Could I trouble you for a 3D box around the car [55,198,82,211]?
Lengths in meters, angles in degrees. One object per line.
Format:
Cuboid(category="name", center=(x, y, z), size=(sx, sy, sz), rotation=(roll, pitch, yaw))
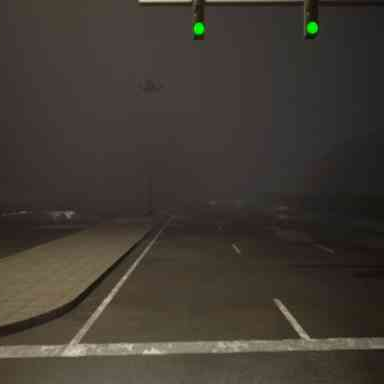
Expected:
Cuboid(category="car", center=(-14.968, 1.493, 40.468), size=(1.882, 1.535, 5.008), rotation=(0, 1, 0))
